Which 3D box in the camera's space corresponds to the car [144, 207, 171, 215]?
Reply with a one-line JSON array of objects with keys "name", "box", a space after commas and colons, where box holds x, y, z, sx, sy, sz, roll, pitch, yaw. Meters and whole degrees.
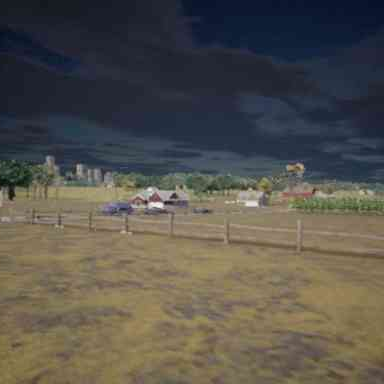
[{"name": "car", "box": [-5.599, 3.132, 54.939, 2.033, 1.411, 5.357, 1, -2, 36]}]

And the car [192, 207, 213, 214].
[{"name": "car", "box": [2.071, 3.621, 65.663, 2.033, 1.411, 5.357, 1, -2, 36]}]

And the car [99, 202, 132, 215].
[{"name": "car", "box": [-11.701, 2.542, 51.337, 2.150, 2.045, 5.566, 1, -2, 36]}]
